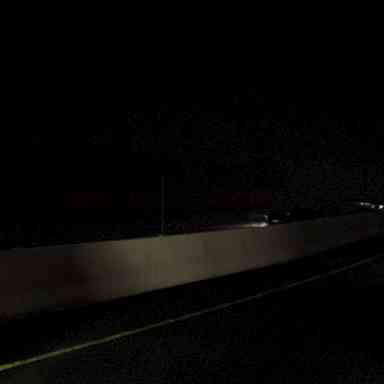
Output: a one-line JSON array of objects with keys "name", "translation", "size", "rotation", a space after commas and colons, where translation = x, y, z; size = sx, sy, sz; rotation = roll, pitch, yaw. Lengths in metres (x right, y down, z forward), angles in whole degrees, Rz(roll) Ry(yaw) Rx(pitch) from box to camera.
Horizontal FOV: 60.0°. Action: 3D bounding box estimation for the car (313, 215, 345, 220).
[{"name": "car", "translation": [8.714, 1.572, 21.590], "size": [1.994, 1.385, 4.181], "rotation": [0, 0, 42]}]
